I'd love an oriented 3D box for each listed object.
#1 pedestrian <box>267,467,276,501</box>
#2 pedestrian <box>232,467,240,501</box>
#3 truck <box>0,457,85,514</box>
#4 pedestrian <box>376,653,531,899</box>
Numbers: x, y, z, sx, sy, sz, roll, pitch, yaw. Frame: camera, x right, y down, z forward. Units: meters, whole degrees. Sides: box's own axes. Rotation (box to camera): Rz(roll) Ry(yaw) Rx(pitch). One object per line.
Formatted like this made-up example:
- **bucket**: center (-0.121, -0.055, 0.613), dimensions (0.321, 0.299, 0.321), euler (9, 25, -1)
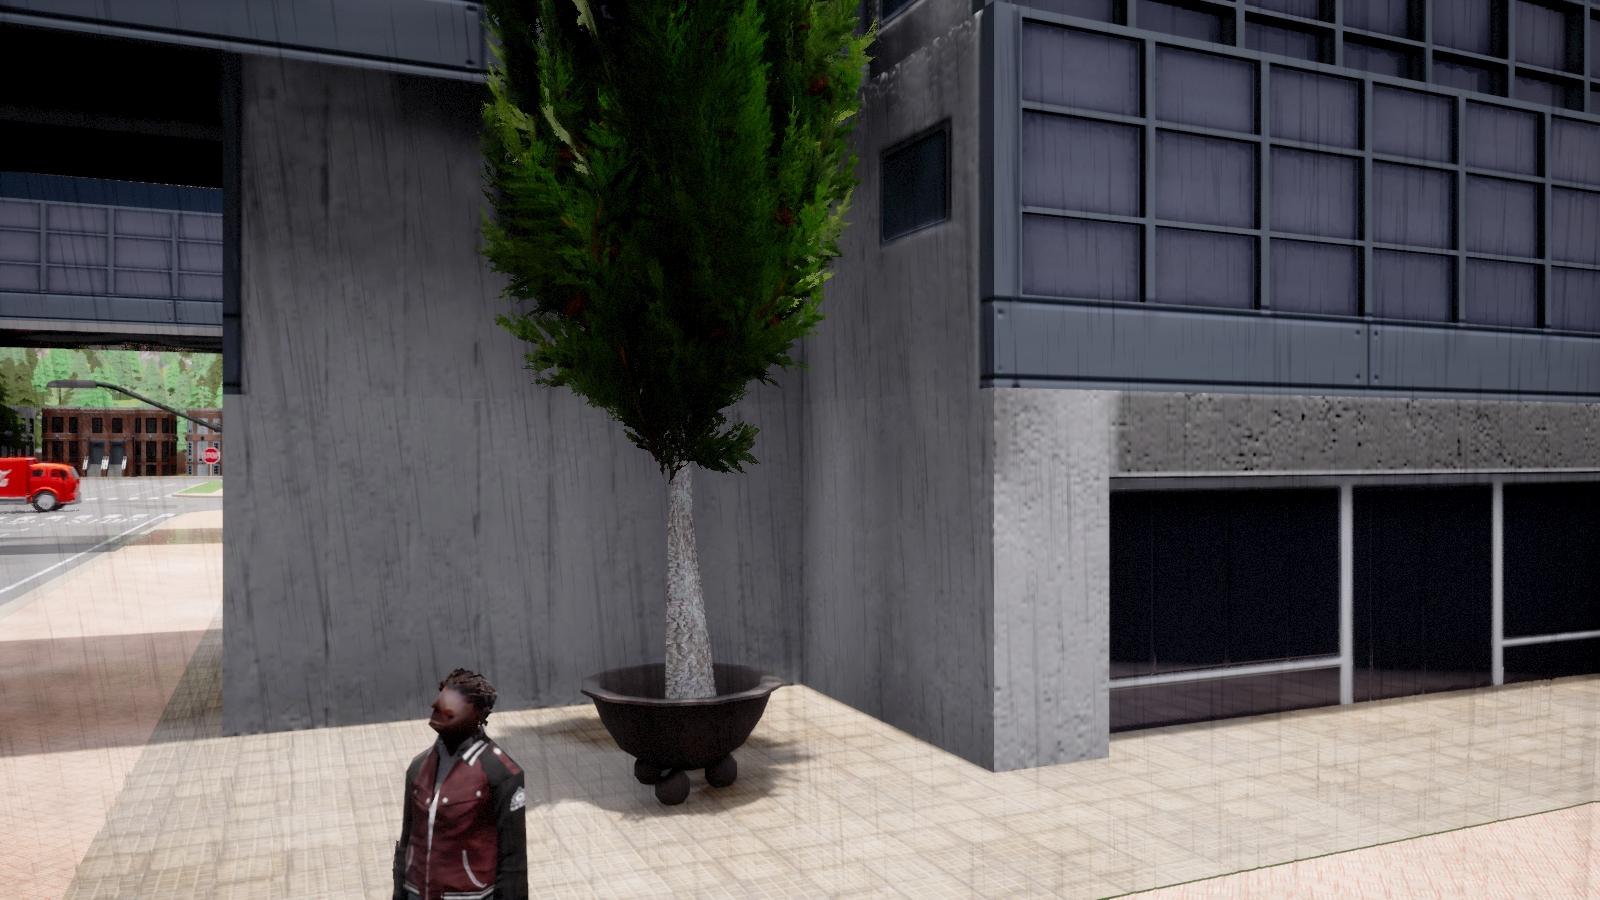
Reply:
- **pedestrian**: center (-29.073, 1.848, 62.826), dimensions (0.375, 1.860, 0.375), euler (0, 0, -39)
- **pedestrian**: center (-30.872, 1.849, 62.496), dimensions (0.375, 1.860, 0.375), euler (0, 0, -24)
- **truck**: center (-35.161, 1.567, 50.928), dimensions (5.204, 2.467, 2.627), euler (0, 0, -23)
- **pedestrian**: center (-1.231, 1.698, 4.076), dimensions (0.375, 1.860, 0.375), euler (0, 0, 27)
